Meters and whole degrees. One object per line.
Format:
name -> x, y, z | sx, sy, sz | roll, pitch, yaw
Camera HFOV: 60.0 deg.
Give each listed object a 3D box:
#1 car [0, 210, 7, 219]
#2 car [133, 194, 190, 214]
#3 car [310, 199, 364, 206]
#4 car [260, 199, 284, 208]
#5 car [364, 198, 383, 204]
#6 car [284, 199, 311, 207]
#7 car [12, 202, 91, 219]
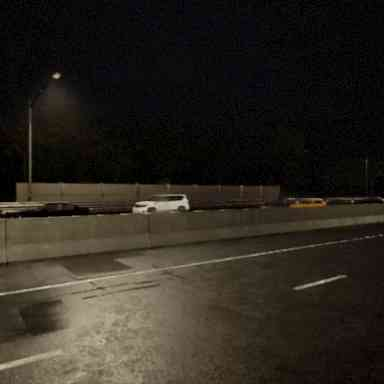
car -> -14.939, 1.579, 22.523 | 4.181, 1.385, 1.994 | 0, 0, -38
car -> -2.842, 1.235, 31.935 | 5.566, 2.045, 2.150 | 0, 0, -37
car -> 13.462, 1.519, 30.755 | 4.892, 1.490, 1.837 | 0, 0, -35
car -> 9.590, 1.509, 36.589 | 4.902, 1.511, 2.128 | 0, 0, -35
car -> 30.596, 1.633, 55.750 | 4.718, 1.301, 1.895 | 0, 0, -35
car -> 12.128, 1.494, 34.100 | 5.008, 1.535, 1.882 | 0, 0, -35
car -> -9.586, 1.491, 22.927 | 5.008, 1.535, 1.882 | 0, 0, -35
